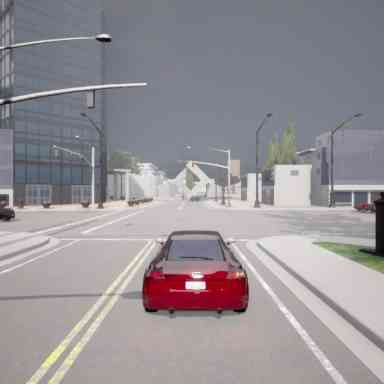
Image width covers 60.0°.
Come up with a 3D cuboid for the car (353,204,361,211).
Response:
[{"bbox_3d":[20.662,1.551,37.125,4.718,1.301,1.895,0,0,0],"label":"car"}]

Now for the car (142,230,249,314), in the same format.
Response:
[{"bbox_3d":[0.075,1.564,7.685,1.994,1.385,4.181,0,0,0],"label":"car"}]

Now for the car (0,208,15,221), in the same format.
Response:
[{"bbox_3d":[-16.597,1.586,26.143,5.008,1.535,1.882,-1,0,0],"label":"car"}]

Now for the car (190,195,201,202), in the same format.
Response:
[{"bbox_3d":[0.785,1.521,77.306,1.812,1.442,4.674,0,0,12],"label":"car"}]

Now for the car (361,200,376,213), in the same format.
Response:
[{"bbox_3d":[20.220,1.552,33.629,4.718,1.301,1.895,0,0,0],"label":"car"}]

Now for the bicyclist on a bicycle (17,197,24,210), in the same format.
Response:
[{"bbox_3d":[-21.975,1.464,42.578,0.582,1.620,1.656,-1,0,0],"label":"bicyclist on a bicycle"}]
